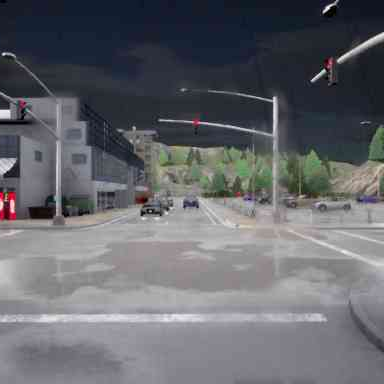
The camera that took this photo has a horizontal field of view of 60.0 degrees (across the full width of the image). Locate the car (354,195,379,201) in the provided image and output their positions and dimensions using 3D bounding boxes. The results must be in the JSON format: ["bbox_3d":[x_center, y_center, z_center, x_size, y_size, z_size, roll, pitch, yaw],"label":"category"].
[{"bbox_3d":[39.542,1.355,75.384,4.514,1.523,2.007,0,0,0],"label":"car"}]

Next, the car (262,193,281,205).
[{"bbox_3d":[13.894,1.092,53.753,3.866,1.878,1.905,0,0,0],"label":"car"}]

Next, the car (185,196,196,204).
[{"bbox_3d":[-0.264,1.547,65.359,2.033,1.411,5.357,0,0,0],"label":"car"}]

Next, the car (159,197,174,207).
[{"bbox_3d":[-3.832,1.526,50.782,1.812,1.442,4.674,0,0,0],"label":"car"}]

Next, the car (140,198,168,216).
[{"bbox_3d":[-3.755,1.564,32.046,1.994,1.385,4.181,0,0,0],"label":"car"}]

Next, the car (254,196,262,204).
[{"bbox_3d":[13.467,1.113,56.657,4.605,1.855,1.932,0,0,0],"label":"car"}]

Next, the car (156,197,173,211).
[{"bbox_3d":[-3.798,1.352,40.660,2.097,1.767,4.553,0,0,0],"label":"car"}]

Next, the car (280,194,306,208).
[{"bbox_3d":[13.960,1.169,40.959,5.027,1.636,2.152,0,0,0],"label":"car"}]

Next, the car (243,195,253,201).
[{"bbox_3d":[13.509,1.389,75.241,3.633,1.501,1.845,0,0,0],"label":"car"}]

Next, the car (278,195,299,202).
[{"bbox_3d":[20.944,1.399,72.299,3.806,1.475,1.970,0,0,0],"label":"car"}]

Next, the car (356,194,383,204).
[{"bbox_3d":[31.998,1.335,60.363,3.633,1.501,1.845,0,0,0],"label":"car"}]

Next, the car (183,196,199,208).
[{"bbox_3d":[-0.137,1.352,47.243,2.097,1.767,4.553,0,0,0],"label":"car"}]

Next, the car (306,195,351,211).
[{"bbox_3d":[14.316,1.247,34.543,3.806,1.475,1.970,0,0,0],"label":"car"}]

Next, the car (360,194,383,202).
[{"bbox_3d":[39.611,1.346,72.248,5.027,1.636,2.152,0,0,0],"label":"car"}]
